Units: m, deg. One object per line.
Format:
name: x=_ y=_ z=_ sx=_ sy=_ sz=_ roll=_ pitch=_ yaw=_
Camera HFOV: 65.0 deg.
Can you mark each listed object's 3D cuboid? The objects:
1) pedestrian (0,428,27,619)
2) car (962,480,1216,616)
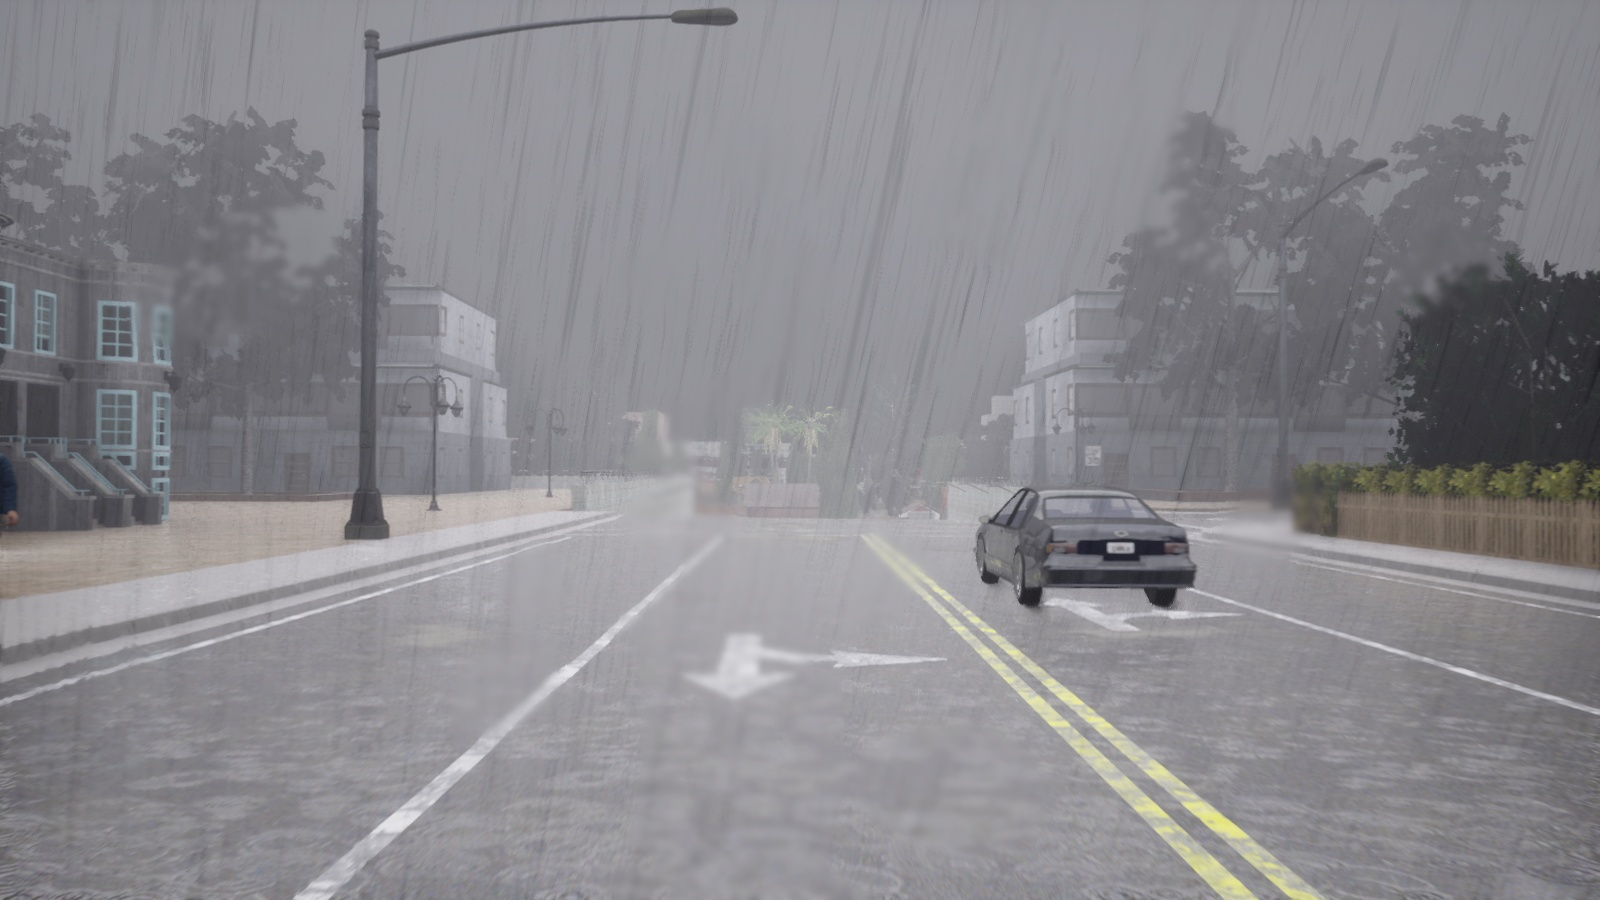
pedestrian: x=-7.934 y=0.713 z=12.238 sx=0.402 sy=1.842 sz=0.726 roll=0 pitch=-1 yaw=-6
car: x=3.460 y=1.120 z=16.218 sx=2.033 sy=1.411 sz=5.357 roll=0 pitch=-1 yaw=0
